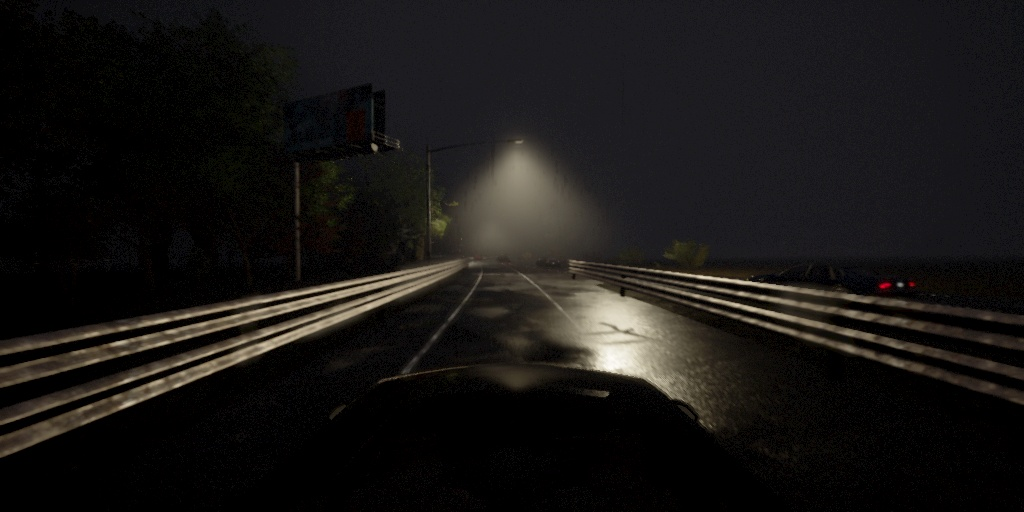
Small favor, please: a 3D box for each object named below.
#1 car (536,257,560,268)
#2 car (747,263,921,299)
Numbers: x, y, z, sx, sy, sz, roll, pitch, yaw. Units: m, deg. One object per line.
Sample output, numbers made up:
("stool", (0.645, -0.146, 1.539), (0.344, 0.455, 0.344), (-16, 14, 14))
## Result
("car", (4.412, 0.782, 44.272), (1.994, 1.385, 4.181), (-1, 1, -15))
("car", (12.283, 0.995, 14.351), (2.033, 1.411, 5.357), (-1, 1, -15))
